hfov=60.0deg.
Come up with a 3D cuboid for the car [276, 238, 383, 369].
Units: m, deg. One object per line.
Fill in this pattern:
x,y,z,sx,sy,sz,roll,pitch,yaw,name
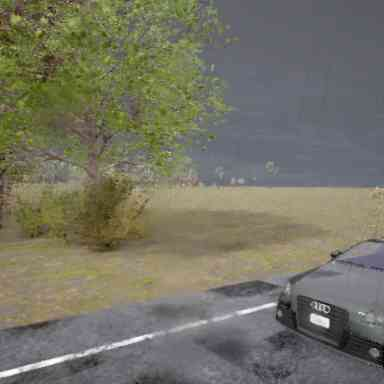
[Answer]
3.377,1.499,5.442,4.181,1.385,1.994,-1,1,-32,car
